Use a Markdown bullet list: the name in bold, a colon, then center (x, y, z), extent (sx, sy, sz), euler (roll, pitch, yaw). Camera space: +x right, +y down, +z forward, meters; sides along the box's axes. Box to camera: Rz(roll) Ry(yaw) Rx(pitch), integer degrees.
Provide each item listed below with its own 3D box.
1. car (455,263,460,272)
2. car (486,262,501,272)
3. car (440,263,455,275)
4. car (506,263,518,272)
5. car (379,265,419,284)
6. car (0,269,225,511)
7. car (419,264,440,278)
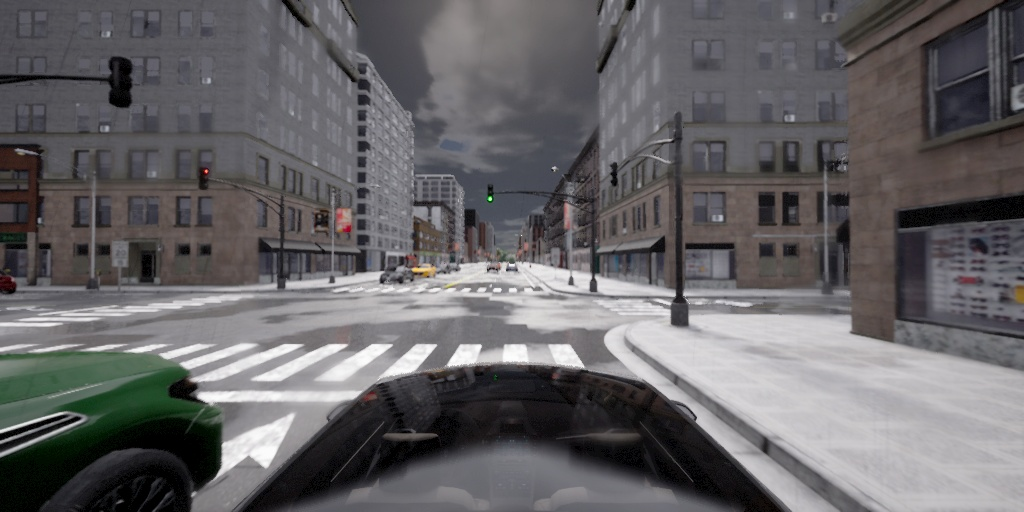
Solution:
- **car**: center (-9.811, 1.927, 60.126), extent (1.812, 1.442, 4.674), euler (0, -1, 0)
- **car**: center (-3.261, 2.007, 60.541), extent (1.895, 1.301, 4.718), euler (0, -1, 0)
- **car**: center (-9.850, 1.784, 50.108), extent (2.128, 1.511, 4.902), euler (0, -1, 0)
- **car**: center (-0.011, 1.970, 60.512), extent (1.994, 1.385, 4.181), euler (0, -1, 0)
- **car**: center (-9.850, 1.608, 31.101), extent (1.812, 1.442, 4.674), euler (0, -1, 2)
- **car**: center (-3.149, 0.955, 0.180), extent (2.150, 2.045, 5.566), euler (0, 0, 0)
- **car**: center (-9.851, 1.662, 40.297), extent (1.882, 1.535, 5.008), euler (0, -1, 0)
